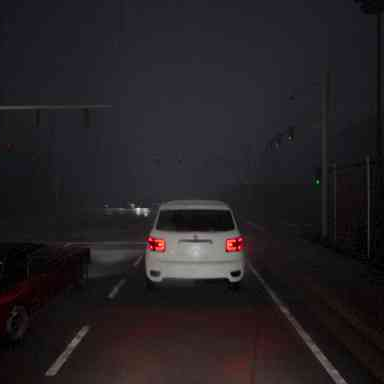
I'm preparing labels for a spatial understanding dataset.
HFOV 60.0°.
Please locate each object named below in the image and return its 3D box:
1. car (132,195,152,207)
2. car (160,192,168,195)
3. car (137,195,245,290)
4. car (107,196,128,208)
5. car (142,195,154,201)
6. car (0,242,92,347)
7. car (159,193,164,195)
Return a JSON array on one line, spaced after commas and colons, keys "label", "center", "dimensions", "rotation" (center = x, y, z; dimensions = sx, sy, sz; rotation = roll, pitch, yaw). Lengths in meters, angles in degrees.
[{"label": "car", "center": [-7.027, 1.460, 49.054], "dimensions": [2.128, 1.511, 4.902], "rotation": [0, 0, 0]}, {"label": "car", "center": [-6.904, 1.137, 79.027], "dimensions": [2.150, 2.045, 5.566], "rotation": [0, 0, 0]}, {"label": "car", "center": [0.083, 1.216, 9.174], "dimensions": [2.150, 2.045, 5.566], "rotation": [0, 0, 0]}, {"label": "car", "center": [-10.532, 1.323, 47.353], "dimensions": [2.097, 1.767, 4.553], "rotation": [0, 0, 0]}, {"label": "car", "center": [-10.404, 1.428, 79.093], "dimensions": [2.128, 1.511, 4.902], "rotation": [0, 0, 0]}, {"label": "car", "center": [-3.435, 1.597, 6.248], "dimensions": [1.895, 1.301, 4.718], "rotation": [0, 0, 1]}, {"label": "car", "center": [-6.959, 1.486, 64.396], "dimensions": [1.812, 1.442, 4.674], "rotation": [0, 0, 1]}]
